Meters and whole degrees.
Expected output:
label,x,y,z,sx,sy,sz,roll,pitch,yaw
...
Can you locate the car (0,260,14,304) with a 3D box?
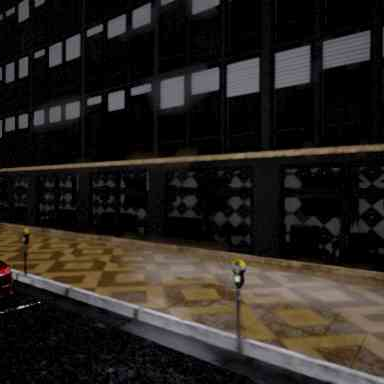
label,x,y,z,sx,sy,sz,roll,pitch,yaw
car,-5.068,1.475,6.454,4.206,1.307,1.802,1,0,36
